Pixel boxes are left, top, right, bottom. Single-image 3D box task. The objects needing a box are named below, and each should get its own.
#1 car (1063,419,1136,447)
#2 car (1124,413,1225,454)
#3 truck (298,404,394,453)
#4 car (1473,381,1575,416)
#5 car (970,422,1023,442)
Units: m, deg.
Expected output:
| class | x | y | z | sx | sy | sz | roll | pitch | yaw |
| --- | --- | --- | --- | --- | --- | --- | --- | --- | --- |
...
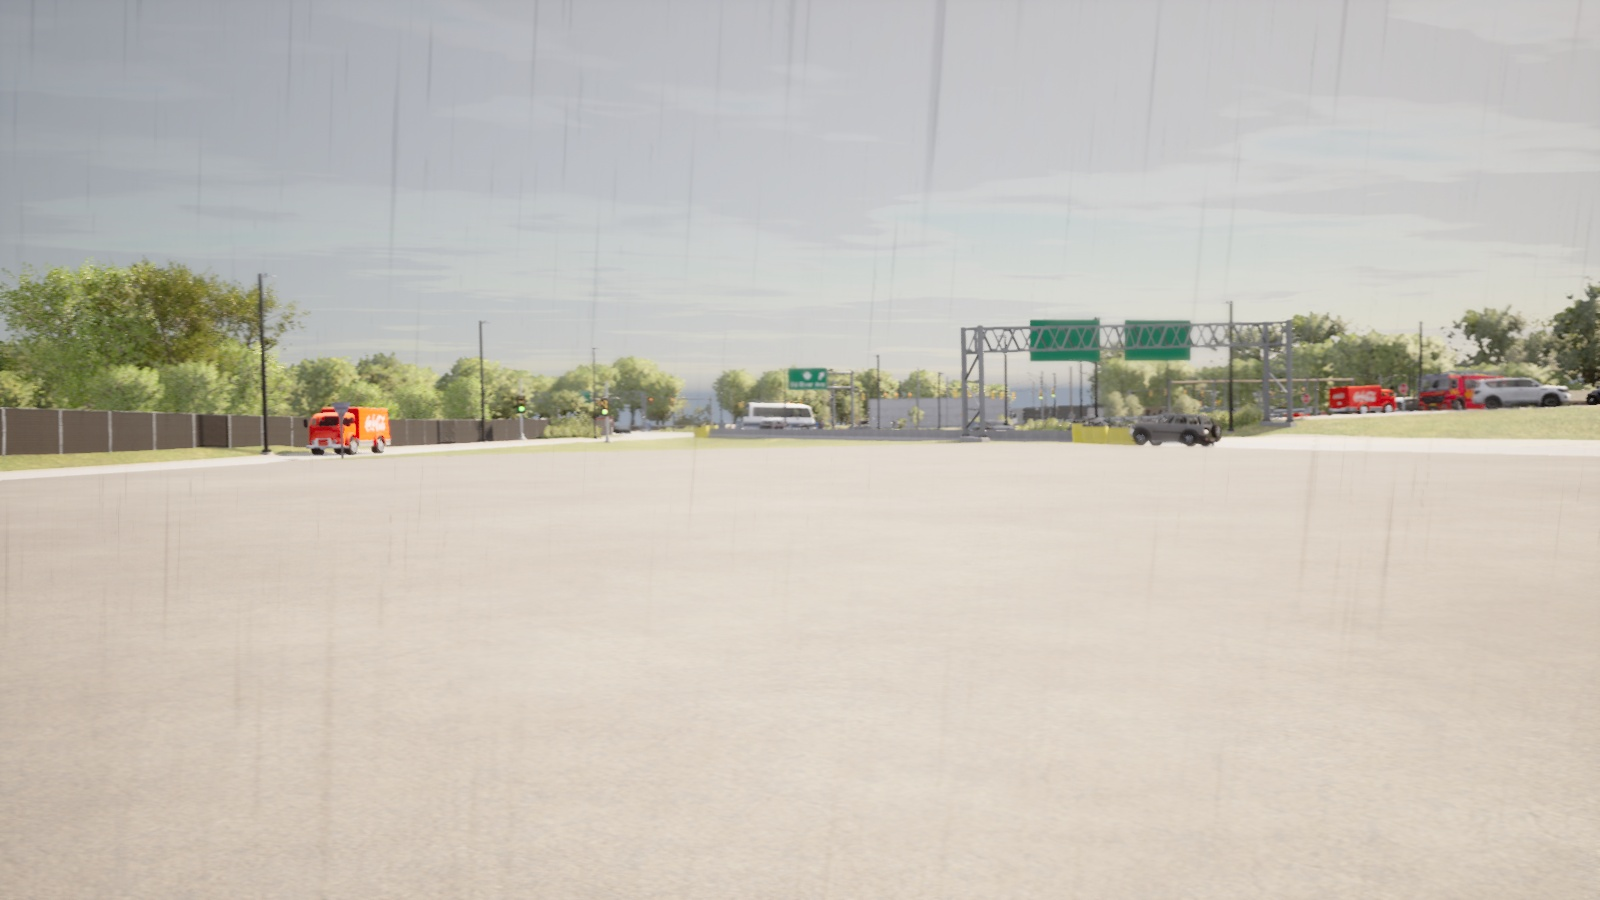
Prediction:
| class | x | y | z | sx | sy | sz | roll | pitch | yaw |
| --- | --- | --- | --- | --- | --- | --- | --- | --- | --- |
| car | 18.360 | -1.051 | 77.207 | 2.033 | 1.649 | 4.856 | -1 | 2 | -20 |
| car | 19.701 | -0.884 | 66.128 | 1.932 | 1.855 | 4.605 | 3 | 1 | -45 |
| truck | -23.683 | -1.153 | 65.815 | 2.627 | 2.467 | 5.204 | 0 | 1 | 7 |
| car | 47.297 | -3.342 | 82.105 | 5.566 | 2.045 | 2.150 | -1 | 1 | 34 |
| car | 15.072 | -1.411 | 96.515 | 1.837 | 1.490 | 4.892 | -1 | 2 | -20 |
